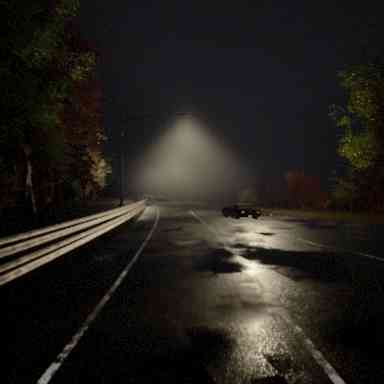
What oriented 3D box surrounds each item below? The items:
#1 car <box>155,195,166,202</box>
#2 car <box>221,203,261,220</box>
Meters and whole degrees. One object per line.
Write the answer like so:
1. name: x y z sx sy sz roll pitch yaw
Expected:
1. car: -6.754 1.412 71.129 2.033 1.411 5.357 0 0 -14
2. car: 4.021 1.607 28.154 1.895 1.301 4.718 1 0 -14
